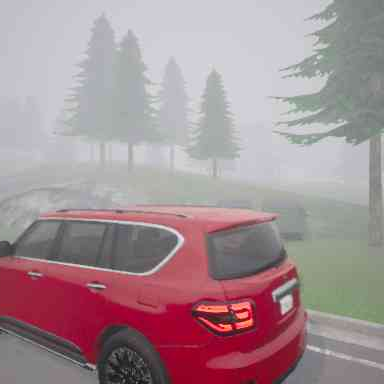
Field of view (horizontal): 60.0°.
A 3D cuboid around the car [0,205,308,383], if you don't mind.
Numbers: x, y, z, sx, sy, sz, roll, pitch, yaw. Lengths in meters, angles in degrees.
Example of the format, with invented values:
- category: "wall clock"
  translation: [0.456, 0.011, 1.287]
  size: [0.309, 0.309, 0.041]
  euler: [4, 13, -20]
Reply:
- category: "car"
  translation: [-1.235, 1.219, 4.875]
  size: [5.566, 2.045, 2.150]
  euler: [0, 0, 36]
